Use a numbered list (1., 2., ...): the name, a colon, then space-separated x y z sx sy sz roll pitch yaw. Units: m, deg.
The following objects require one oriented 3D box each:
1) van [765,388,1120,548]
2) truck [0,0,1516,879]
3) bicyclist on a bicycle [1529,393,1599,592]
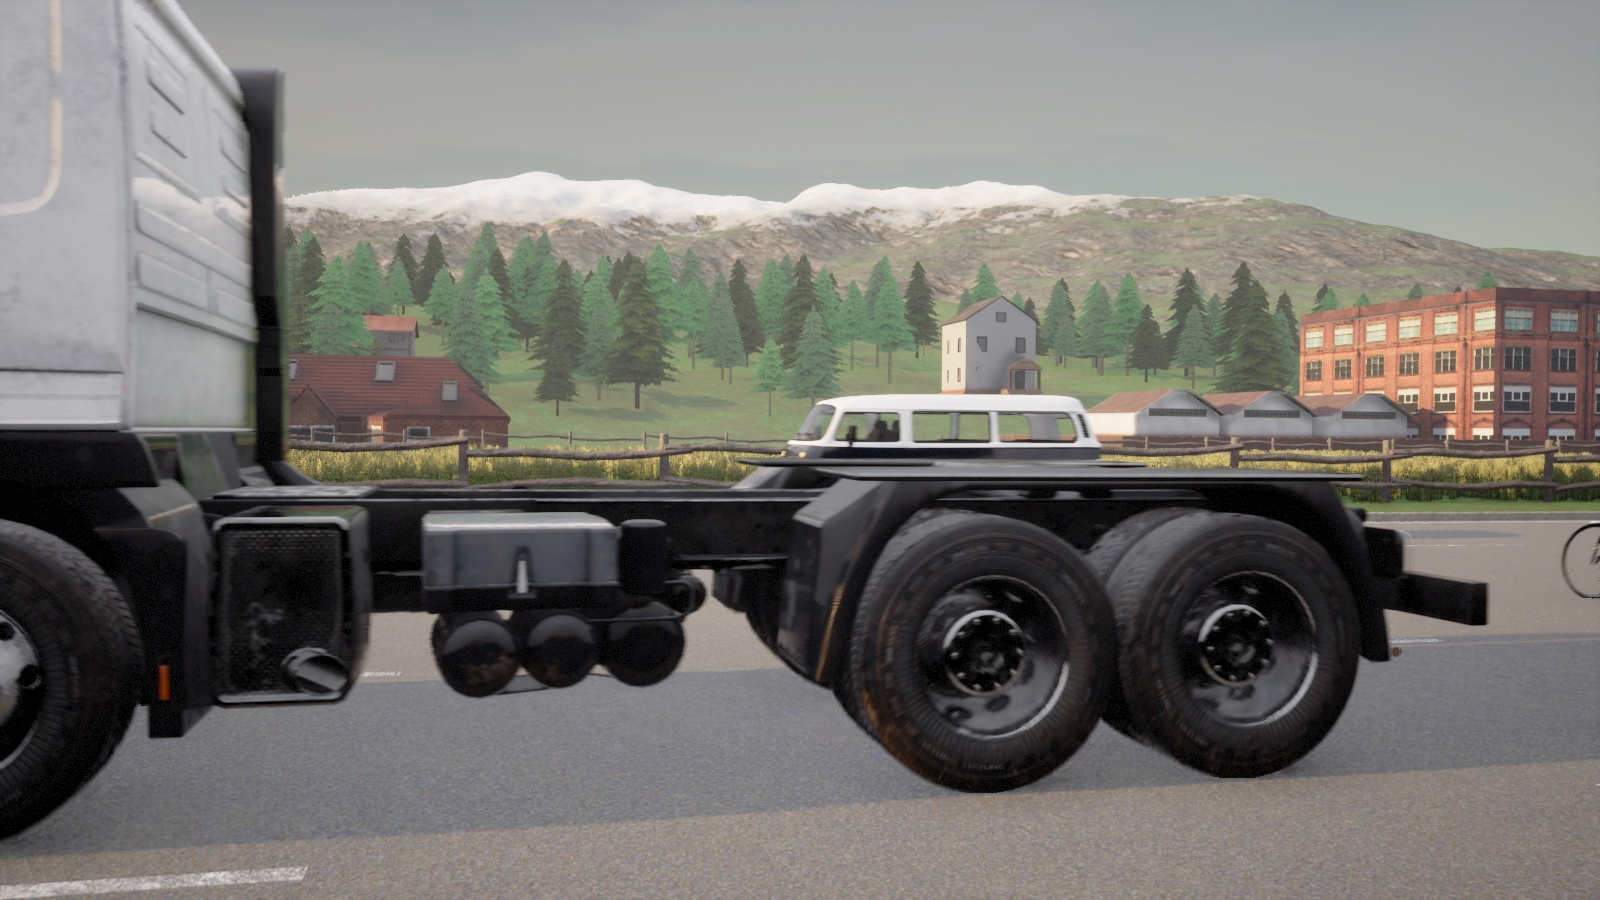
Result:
1. van: 1.925 0.195 17.542 4.480 2.038 2.069 -1 1 -13
2. truck: -1.021 -0.326 6.078 7.936 3.462 2.891 -1 1 -13
3. bicyclist on a bicycle: 7.854 0.374 11.729 1.843 1.776 0.659 0 1 -13
